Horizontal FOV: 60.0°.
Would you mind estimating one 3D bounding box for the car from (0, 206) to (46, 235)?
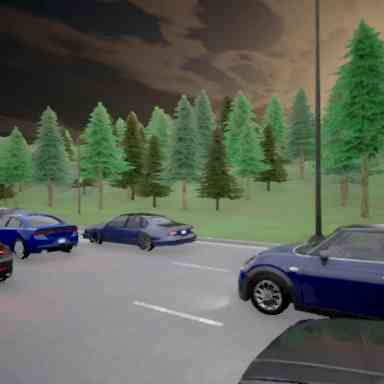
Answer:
[{"bbox_3d":[-11.647,1.675,20.862,5.357,1.411,2.033,0,0,35],"label":"car"}]

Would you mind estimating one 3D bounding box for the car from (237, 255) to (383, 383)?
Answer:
[{"bbox_3d":[2.892,1.539,1.877,5.357,1.411,2.033,0,0,36],"label":"car"}]

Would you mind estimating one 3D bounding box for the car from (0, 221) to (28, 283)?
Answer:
[{"bbox_3d":[-6.497,1.567,8.594,4.892,1.490,1.837,0,0,36],"label":"car"}]

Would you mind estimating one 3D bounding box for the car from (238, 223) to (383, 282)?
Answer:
[{"bbox_3d":[3.109,1.356,6.043,4.553,1.767,2.097,-1,0,36],"label":"car"}]

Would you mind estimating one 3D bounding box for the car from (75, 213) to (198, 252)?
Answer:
[{"bbox_3d":[-2.362,1.607,14.257,5.357,1.411,2.033,0,0,35],"label":"car"}]

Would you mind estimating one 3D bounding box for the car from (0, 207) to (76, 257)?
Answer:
[{"bbox_3d":[-6.510,1.553,12.915,5.008,1.535,1.882,0,0,35],"label":"car"}]
